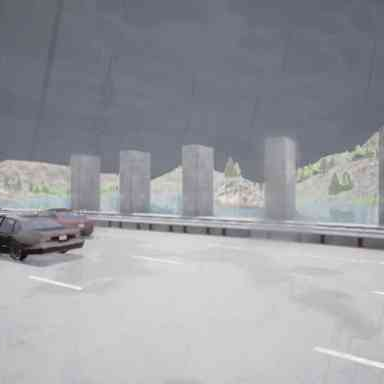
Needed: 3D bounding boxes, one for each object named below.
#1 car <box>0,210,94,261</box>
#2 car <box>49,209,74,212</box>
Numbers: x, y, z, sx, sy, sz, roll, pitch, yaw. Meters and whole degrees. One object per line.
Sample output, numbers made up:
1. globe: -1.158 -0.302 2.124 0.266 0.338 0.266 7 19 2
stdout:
1. car: -6.323 1.529 12.127 5.357 1.411 2.033 0 0 32
2. car: -6.892 1.538 16.546 4.181 1.385 1.994 0 0 31
